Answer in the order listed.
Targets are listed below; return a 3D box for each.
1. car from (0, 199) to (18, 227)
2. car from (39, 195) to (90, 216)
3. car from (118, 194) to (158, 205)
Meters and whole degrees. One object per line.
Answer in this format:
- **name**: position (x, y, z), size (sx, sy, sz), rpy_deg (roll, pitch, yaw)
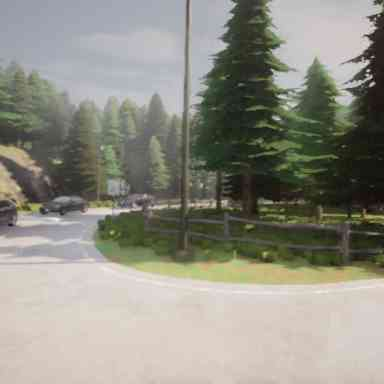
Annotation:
- **car**: position (-10.013, 1.086, 15.984), size (1.837, 1.490, 4.892), rpy_deg (1, 1, -8)
- **car**: position (-9.739, 0.990, 25.891), size (1.812, 1.442, 4.674), rpy_deg (2, 1, 14)
- **car**: position (-5.664, 0.932, 35.399), size (2.128, 1.511, 4.902), rpy_deg (2, 1, 34)
